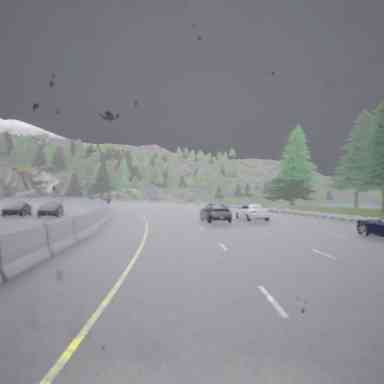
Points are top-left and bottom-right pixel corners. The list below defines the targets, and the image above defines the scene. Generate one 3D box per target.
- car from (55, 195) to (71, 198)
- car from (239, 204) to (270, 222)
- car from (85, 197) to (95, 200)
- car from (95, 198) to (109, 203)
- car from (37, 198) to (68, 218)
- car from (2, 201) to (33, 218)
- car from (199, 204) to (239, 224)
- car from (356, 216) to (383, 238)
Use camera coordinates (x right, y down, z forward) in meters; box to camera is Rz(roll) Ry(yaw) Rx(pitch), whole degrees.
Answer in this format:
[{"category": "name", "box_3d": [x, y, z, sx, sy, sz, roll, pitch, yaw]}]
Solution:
[{"category": "car", "box_3d": [-28.339, 1.541, 71.808, 2.150, 2.045, 5.566, 0, 0, -29]}, {"category": "car", "box_3d": [5.101, 1.723, 28.240, 1.812, 1.442, 4.674, 0, 0, -9]}, {"category": "car", "box_3d": [-27.885, 2.116, 90.849, 1.837, 1.490, 4.892, 0, -1, -37]}, {"category": "car", "box_3d": [-20.192, 2.058, 76.238, 1.837, 1.490, 4.892, 0, 0, -29]}, {"category": "car", "box_3d": [-13.893, 1.720, 32.916, 1.882, 1.535, 5.008, 0, 0, -12]}, {"category": "car", "box_3d": [-17.655, 1.728, 33.777, 1.882, 1.535, 5.008, 0, -1, -13]}, {"category": "car", "box_3d": [1.810, 1.680, 26.547, 2.128, 1.511, 4.902, 0, 0, -9]}, {"category": "car", "box_3d": [10.013, 1.709, 16.082, 1.895, 1.301, 4.718, 0, 0, -4]}]
